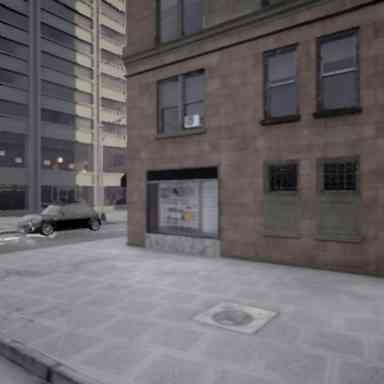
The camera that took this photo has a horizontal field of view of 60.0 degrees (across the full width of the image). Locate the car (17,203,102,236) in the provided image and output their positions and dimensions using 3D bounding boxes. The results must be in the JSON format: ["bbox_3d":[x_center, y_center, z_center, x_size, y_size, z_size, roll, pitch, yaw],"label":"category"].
[{"bbox_3d":[-7.580,1.466,19.254,2.097,1.767,4.553,0,0,37],"label":"car"}]
